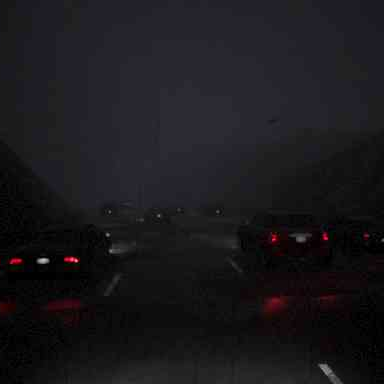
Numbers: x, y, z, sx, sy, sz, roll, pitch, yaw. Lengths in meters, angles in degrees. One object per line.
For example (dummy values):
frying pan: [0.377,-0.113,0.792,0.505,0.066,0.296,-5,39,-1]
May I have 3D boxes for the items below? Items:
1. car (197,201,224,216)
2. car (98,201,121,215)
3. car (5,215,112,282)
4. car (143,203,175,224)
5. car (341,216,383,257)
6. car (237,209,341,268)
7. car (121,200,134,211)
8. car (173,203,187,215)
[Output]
car: [1.994,1.801,36.758,1.837,1.490,4.892,1,-1,-16]
car: [-9.668,1.900,38.338,1.837,1.490,4.892,1,-1,-18]
car: [-3.697,1.661,10.164,2.033,1.411,5.357,0,0,-6]
car: [-2.959,1.819,27.511,1.994,1.385,4.181,0,0,-12]
car: [6.395,1.630,13.324,1.994,1.385,4.181,0,0,-6]
car: [3.014,1.431,11.860,2.097,1.767,4.553,0,0,-5]
car: [-9.935,1.985,49.631,2.128,1.511,4.902,0,0,-23]
car: [-1.977,1.899,37.858,1.994,1.385,4.181,0,-1,-17]
